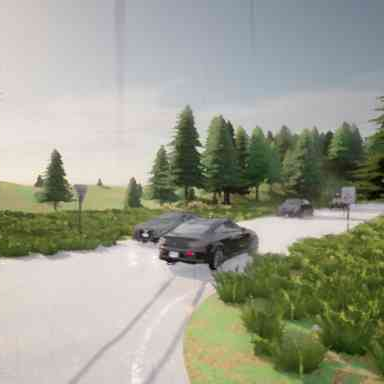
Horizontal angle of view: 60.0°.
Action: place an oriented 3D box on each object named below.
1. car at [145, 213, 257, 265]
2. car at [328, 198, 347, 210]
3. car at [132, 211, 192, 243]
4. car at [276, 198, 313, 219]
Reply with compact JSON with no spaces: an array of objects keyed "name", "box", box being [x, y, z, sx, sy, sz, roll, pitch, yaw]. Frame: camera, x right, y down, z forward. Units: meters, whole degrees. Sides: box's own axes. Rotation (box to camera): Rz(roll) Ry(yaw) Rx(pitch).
[{"name":"car","box":[0.710,1.582,11.279,1.812,1.442,4.674,0,0,32]},{"name":"car","box":[19.409,1.537,43.892,1.882,1.535,5.008,1,1,35]},{"name":"car","box":[-0.767,1.576,15.228,1.994,1.385,4.181,1,1,35]},{"name":"car","box":[9.075,1.370,29.280,2.097,1.767,4.553,1,0,35]}]
